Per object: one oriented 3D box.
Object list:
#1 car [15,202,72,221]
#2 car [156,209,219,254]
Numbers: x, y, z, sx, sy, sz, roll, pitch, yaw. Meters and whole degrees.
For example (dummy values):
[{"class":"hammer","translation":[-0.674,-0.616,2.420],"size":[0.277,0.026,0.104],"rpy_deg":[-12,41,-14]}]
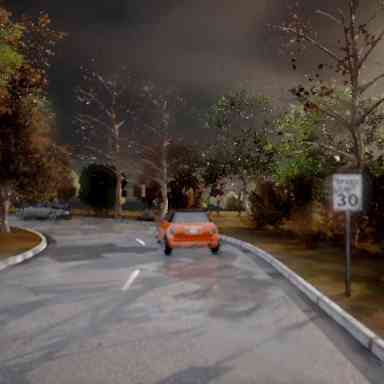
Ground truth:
[{"class":"car","translation":[-11.507,1.469,25.920],"size":[4.181,1.385,1.994],"rpy_deg":[2,-1,13]},{"class":"car","translation":[-0.333,1.494,14.353],"size":[2.097,1.767,4.553],"rpy_deg":[0,-1,-11]}]
